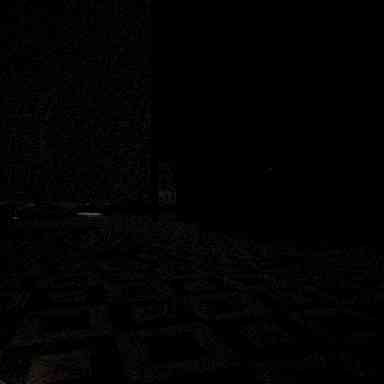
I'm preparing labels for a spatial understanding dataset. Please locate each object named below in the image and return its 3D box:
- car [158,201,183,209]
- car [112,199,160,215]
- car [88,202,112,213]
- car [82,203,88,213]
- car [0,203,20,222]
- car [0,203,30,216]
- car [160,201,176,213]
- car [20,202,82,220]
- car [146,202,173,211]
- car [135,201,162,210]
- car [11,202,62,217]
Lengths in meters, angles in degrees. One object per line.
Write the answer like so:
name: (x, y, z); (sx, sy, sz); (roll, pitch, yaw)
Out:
car: (-3.747, 2.305, 58.739); (2.008, 1.369, 4.403); (-1, -2, 35)
car: (-6.640, 1.791, 40.006); (2.192, 1.841, 5.009); (-1, -2, 35)
car: (-10.929, 2.012, 44.045); (1.812, 1.442, 4.674); (0, -1, 35)
car: (-13.576, 2.016, 44.955); (1.887, 1.381, 4.507); (-1, -2, 35)
car: (-16.468, 1.774, 26.214); (1.947, 1.339, 4.313); (-1, -2, 35)
car: (-20.128, 1.842, 35.765); (2.008, 1.369, 4.403); (-1, -1, 35)
car: (-3.363, 2.114, 44.595); (1.887, 1.381, 4.507); (-1, -2, 35)
car: (-13.094, 1.824, 30.948); (1.752, 1.417, 4.829); (-1, -2, 35)
car: (-5.071, 2.217, 52.198); (1.994, 1.385, 4.181); (0, -1, 37)
car: (-7.024, 2.210, 54.144); (2.008, 1.369, 4.403); (-1, -2, 35)
car: (-16.714, 1.852, 35.949); (1.812, 1.442, 4.674); (0, -1, 36)
